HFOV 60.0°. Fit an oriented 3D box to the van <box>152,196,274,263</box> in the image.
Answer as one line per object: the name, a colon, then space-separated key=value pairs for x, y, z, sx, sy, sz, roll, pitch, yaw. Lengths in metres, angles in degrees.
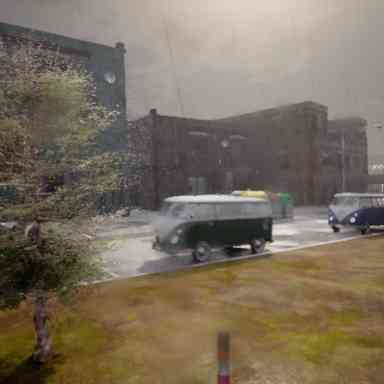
van: x=0.751 y=1.146 z=11.269 sx=4.442 sy=1.987 sz=1.878 roll=1 pitch=0 yaw=-38

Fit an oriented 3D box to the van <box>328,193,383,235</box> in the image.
van: x=8.758 y=1.069 z=17.179 sx=4.442 sy=1.987 sz=1.878 roll=1 pitch=0 yaw=-38
